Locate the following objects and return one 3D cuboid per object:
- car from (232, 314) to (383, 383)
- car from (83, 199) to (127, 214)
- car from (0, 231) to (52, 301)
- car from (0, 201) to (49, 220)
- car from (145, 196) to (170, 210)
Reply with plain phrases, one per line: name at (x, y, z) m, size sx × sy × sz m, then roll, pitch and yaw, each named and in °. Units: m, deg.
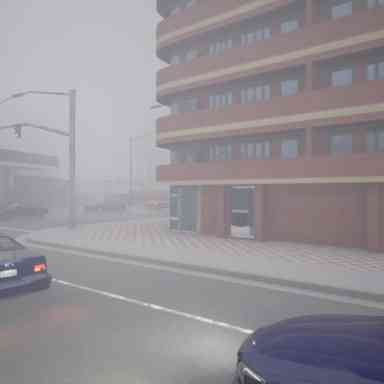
car at (2.513, 1.536, 2.201) m, size 4.674 × 1.442 × 1.812 m, roll 0°, pitch 0°, yaw 35°
car at (-9.250, 1.494, 35.629) m, size 1.882 × 1.535 × 5.008 m, roll 0°, pitch 0°, yaw 34°
car at (-5.342, 1.545, 7.693) m, size 5.357 × 1.411 × 2.033 m, roll 0°, pitch 0°, yaw 38°
car at (-14.438, 1.522, 27.985) m, size 1.812 × 1.442 × 4.674 m, roll 0°, pitch 0°, yaw 34°
car at (-4.063, 1.388, 43.244) m, size 2.097 × 1.767 × 4.553 m, roll 0°, pitch 0°, yaw 34°
